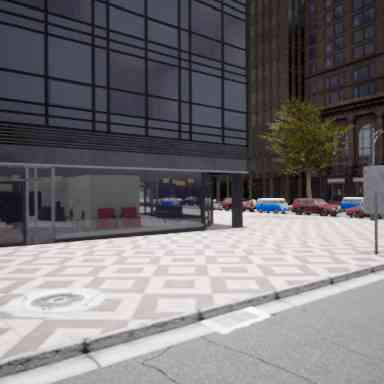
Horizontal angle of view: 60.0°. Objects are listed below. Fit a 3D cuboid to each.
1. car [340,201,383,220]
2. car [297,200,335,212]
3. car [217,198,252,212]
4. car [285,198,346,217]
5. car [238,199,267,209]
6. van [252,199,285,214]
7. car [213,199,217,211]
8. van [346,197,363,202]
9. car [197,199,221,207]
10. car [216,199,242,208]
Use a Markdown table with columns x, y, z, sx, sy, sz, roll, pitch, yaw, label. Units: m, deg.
| x | y | z | sx | sy | sz | roll | pitch | yaw | label |
| --- | --- | --- | --- | --- | --- | --- | --- | --- | --- |
| 15.958 | 1.794 | 29.745 | 1.802 | 1.307 | 4.206 | -1 | 0 | -35 | car |
| 16.317 | 1.822 | 43.950 | 1.947 | 1.339 | 4.313 | -1 | 0 | -35 | car |
| 6.078 | 1.694 | 43.631 | 2.192 | 1.841 | 5.009 | -1 | 0 | -35 | car |
| 12.660 | 1.584 | 34.374 | 2.192 | 1.841 | 5.009 | -1 | 0 | -35 | car |
| 9.635 | 1.889 | 53.345 | 1.752 | 1.417 | 4.829 | -1 | 0 | -35 | car |
| 9.370 | 1.666 | 39.003 | 1.690 | 1.788 | 3.998 | -1 | 0 | -35 | van |
| 2.791 | 1.982 | 48.260 | 2.008 | 1.369 | 4.403 | -1 | 0 | -35 | car |
| 19.603 | 1.542 | 39.322 | 1.690 | 1.788 | 3.998 | -1 | 0 | -35 | van |
| 3.152 | 2.015 | 62.463 | 2.008 | 1.369 | 4.403 | -1 | 0 | -35 | car |
| 6.443 | 1.958 | 57.835 | 1.887 | 1.381 | 4.507 | -1 | 0 | -35 | car |
